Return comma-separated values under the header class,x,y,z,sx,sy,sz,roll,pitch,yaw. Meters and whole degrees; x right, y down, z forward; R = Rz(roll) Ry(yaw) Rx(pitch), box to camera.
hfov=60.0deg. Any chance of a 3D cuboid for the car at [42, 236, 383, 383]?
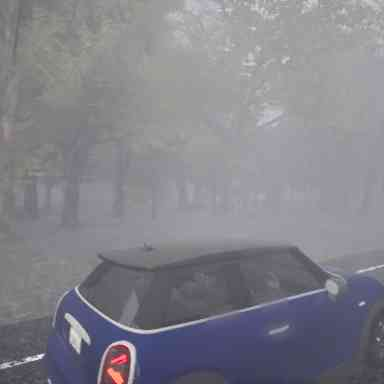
class,x,y,z,sx,sy,sz,roll,pitch,yaw
car,0.676,1.355,4.229,4.553,1.767,2.097,0,0,-35
